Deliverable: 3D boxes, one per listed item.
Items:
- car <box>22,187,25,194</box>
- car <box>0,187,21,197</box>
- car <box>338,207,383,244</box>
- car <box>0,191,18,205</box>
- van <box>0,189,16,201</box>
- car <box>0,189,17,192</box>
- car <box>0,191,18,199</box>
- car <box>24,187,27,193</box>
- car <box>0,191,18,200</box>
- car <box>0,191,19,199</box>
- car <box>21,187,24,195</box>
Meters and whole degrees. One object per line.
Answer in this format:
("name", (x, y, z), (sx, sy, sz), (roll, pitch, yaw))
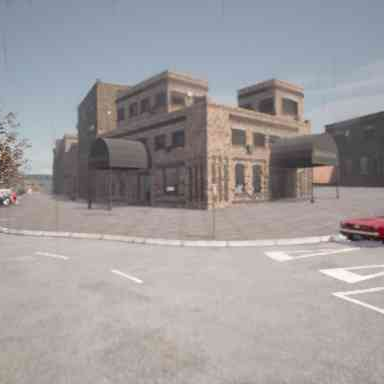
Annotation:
("car", (-42.179, 0.227, 77.552), (4.792, 1.488, 2.163), (-1, 2, -21))
("car", (-30.765, 0.655, 52.770), (5.566, 2.045, 2.435), (-1, 1, -27))
("car", (8.074, 1.215, 12.952), (4.718, 1.301, 1.895), (-3, 1, -21))
("car", (-26.974, 1.076, 45.443), (4.892, 1.521, 2.231), (-1, 1, -28))
("van", (-34.302, 0.494, 60.004), (4.442, 1.987, 1.878), (-1, 2, -26))
("car", (-28.214, 0.894, 47.900), (4.553, 1.767, 2.185), (-1, 1, -28))
("car", (-36.732, 0.623, 64.900), (4.674, 1.452, 2.002), (-1, 2, -24))
("car", (-44.134, -0.197, 82.647), (5.566, 2.045, 2.435), (0, 1, -20))
("car", (-35.753, 0.650, 62.346), (5.366, 1.575, 1.946), (-1, 2, -25))
("car", (-37.887, 0.540, 67.375), (4.792, 1.488, 2.163), (-1, 2, -24))
("car", (-40.040, 0.360, 72.390), (4.892, 1.521, 2.231), (-1, 2, -22))
